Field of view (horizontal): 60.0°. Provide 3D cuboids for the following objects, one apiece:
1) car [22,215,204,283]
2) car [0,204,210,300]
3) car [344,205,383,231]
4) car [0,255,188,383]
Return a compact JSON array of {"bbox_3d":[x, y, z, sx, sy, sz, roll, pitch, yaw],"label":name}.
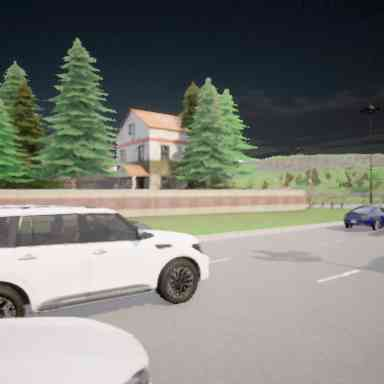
[{"bbox_3d":[-2.340,1.594,10.755,5.357,1.411,2.033,0,0,-36],"label":"car"},{"bbox_3d":[-2.267,1.255,6.553,5.566,2.045,2.150,0,0,-35],"label":"car"},{"bbox_3d":[11.292,1.550,20.795,4.674,1.442,1.812,0,0,-36],"label":"car"},{"bbox_3d":[-2.507,1.546,2.212,4.674,1.442,1.812,0,-1,-34],"label":"car"}]
